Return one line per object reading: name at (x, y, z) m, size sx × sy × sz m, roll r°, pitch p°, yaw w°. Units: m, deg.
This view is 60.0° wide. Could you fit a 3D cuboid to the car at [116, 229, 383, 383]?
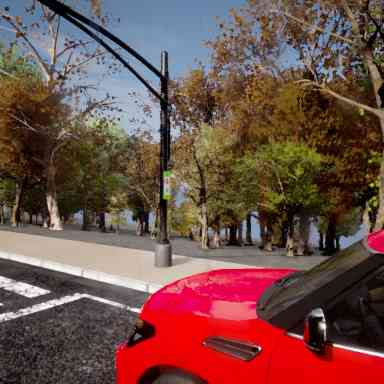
car at (1.984, 1.222, 2.298) m, size 5.566 × 2.045 × 2.150 m, roll 0°, pitch 0°, yaw 34°
